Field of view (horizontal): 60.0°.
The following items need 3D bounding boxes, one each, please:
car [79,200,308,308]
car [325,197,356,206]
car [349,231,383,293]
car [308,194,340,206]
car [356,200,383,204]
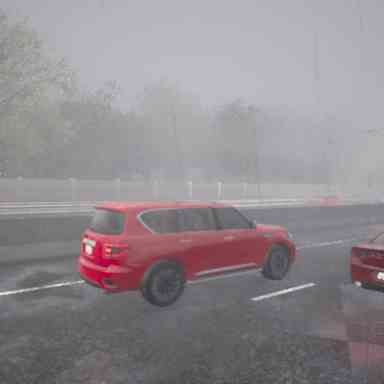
[{"bbox_3d":[0.140,1.224,8.193,5.566,2.045,2.150,-1,0,-35],"label":"car"},{"bbox_3d":[18.149,1.570,38.402,5.357,1.411,2.033,0,0,-35],"label":"car"},{"bbox_3d":[5.747,1.477,7.863,5.008,1.535,1.882,0,0,-35],"label":"car"},{"bbox_3d":[16.512,1.244,41.530,5.566,2.045,2.150,0,0,-35],"label":"car"},{"bbox_3d":[20.191,1.570,35.560,5.357,1.411,2.033,0,0,-35],"label":"car"}]
